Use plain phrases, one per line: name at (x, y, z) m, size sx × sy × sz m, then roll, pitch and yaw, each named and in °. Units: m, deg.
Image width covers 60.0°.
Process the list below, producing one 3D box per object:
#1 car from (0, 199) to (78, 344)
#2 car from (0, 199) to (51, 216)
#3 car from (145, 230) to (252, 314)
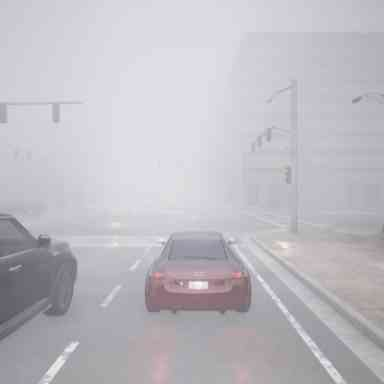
car at (-3.398, 1.219, 4.353) m, size 2.150 × 2.045 × 5.566 m, roll 0°, pitch 0°, yaw 1°
car at (-16.340, 1.486, 31.714) m, size 4.892 × 1.490 × 1.837 m, roll -1°, pitch 0°, yaw 0°
car at (0.111, 1.560, 7.680) m, size 1.994 × 1.385 × 4.181 m, roll 0°, pitch 0°, yaw 0°
